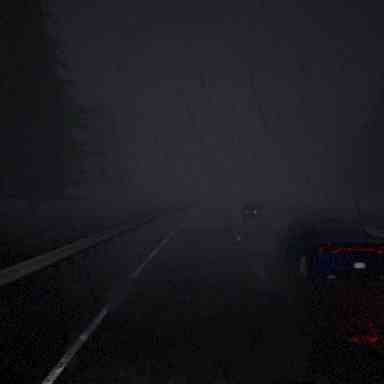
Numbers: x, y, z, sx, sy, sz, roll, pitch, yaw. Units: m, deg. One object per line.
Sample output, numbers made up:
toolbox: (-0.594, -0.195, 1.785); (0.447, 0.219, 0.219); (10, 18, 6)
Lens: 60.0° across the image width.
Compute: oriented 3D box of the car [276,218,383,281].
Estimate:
car: (3.874, 1.508, 9.963); (1.882, 1.535, 5.008); (0, 0, 2)

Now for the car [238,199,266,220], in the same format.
car: (5.225, 1.629, 28.603); (2.033, 1.411, 5.357); (0, 0, 6)

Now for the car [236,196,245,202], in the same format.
car: (12.695, 1.749, 86.851); (1.837, 1.490, 4.892); (0, 0, 18)
